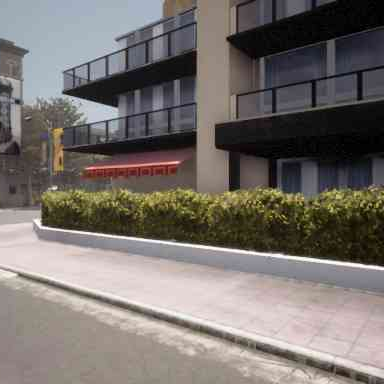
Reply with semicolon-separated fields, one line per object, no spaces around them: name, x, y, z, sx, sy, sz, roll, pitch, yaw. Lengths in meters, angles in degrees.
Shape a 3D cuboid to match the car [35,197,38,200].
car;-34.518;1.481;68.376;4.892;1.521;2.231;0;0;37
